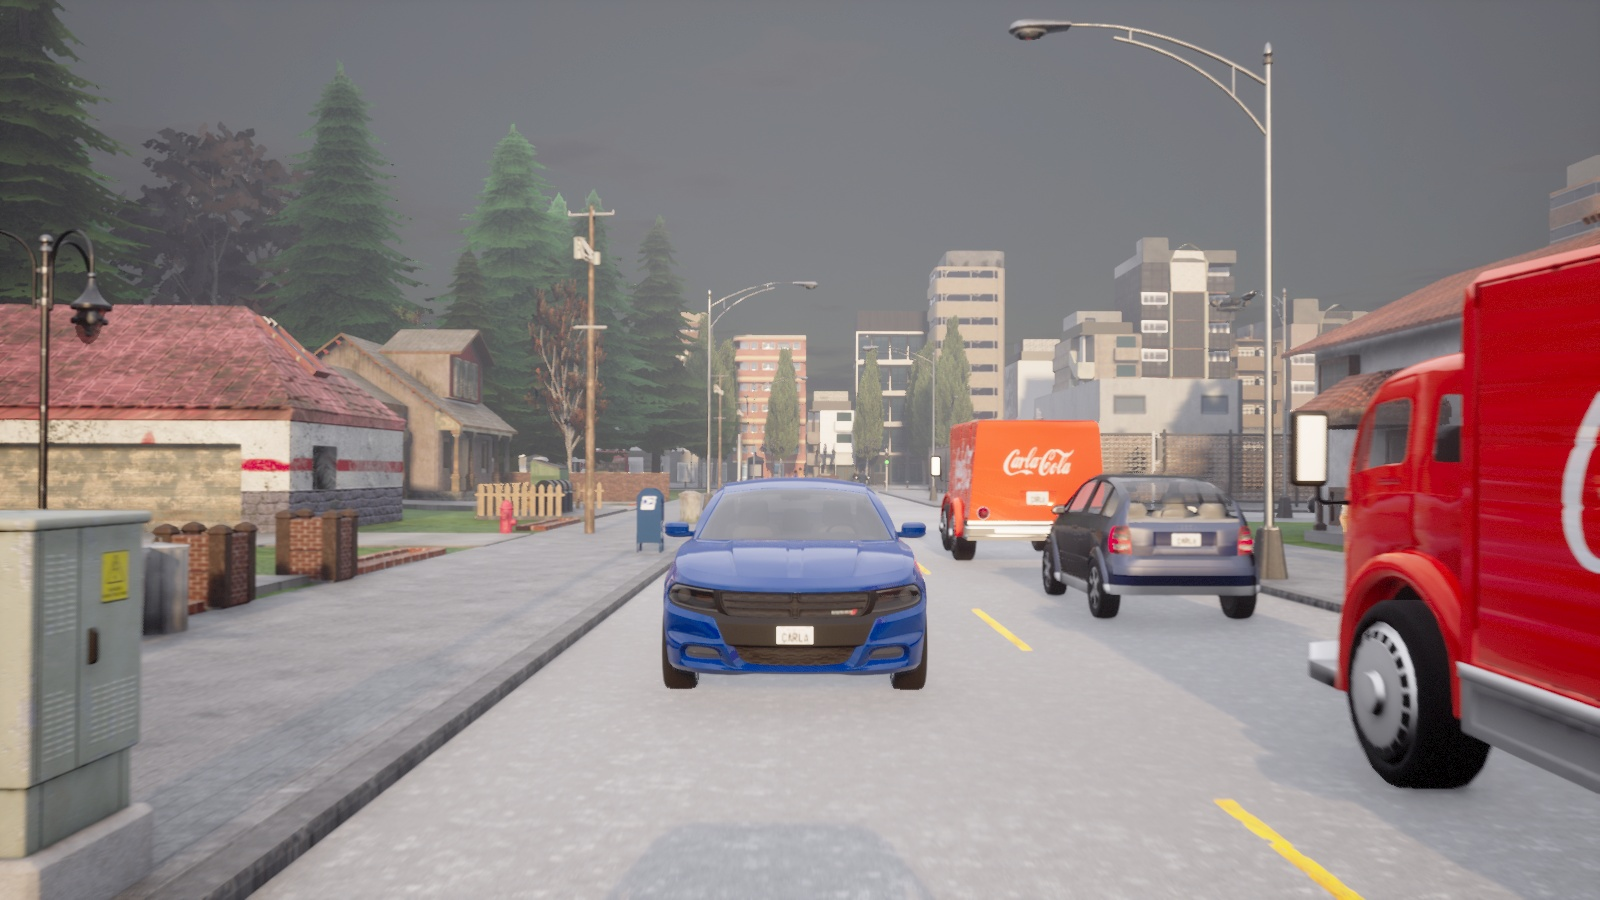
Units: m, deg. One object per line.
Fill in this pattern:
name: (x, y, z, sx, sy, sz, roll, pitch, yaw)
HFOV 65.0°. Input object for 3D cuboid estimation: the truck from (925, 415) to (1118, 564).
truck: (3.940, 0.707, 23.499, 2.627, 2.467, 5.204, 0, -1, -1)

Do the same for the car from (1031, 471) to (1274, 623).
car: (3.959, 1.025, 14.741, 1.789, 1.549, 3.705, 0, -1, 0)

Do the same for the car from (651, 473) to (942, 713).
car: (-0.032, 0.972, 10.653, 1.882, 1.535, 5.008, 0, -1, 0)

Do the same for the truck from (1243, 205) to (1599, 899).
truck: (3.981, 0.411, 4.936, 2.627, 2.467, 5.204, 0, 0, 0)
